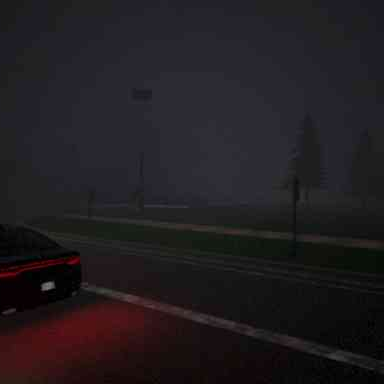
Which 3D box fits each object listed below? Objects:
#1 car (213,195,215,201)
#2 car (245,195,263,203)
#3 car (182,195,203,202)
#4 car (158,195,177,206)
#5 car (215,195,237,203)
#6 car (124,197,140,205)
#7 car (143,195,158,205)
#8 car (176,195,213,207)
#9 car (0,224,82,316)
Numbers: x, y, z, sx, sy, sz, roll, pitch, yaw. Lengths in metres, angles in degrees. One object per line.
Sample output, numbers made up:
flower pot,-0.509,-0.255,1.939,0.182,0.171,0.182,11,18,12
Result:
car,3.807,1.371,66.796,2.033,1.411,5.357,0,0,35
car,12.607,1.404,67.159,2.033,1.411,5.357,0,0,35
car,0.183,1.319,67.715,1.812,1.442,4.674,0,0,35
car,-2.698,1.361,51.498,1.812,1.442,4.674,0,0,35
car,7.129,1.317,65.455,1.882,1.535,5.008,0,0,35
car,-8.915,1.400,54.809,1.895,1.301,4.718,0,0,35
car,-5.497,1.322,53.593,1.837,1.490,4.892,0,0,35
car,0.451,1.400,49.903,2.033,1.411,5.357,0,0,35
car,-4.457,1.438,7.126,5.008,1.535,1.882,0,0,36
